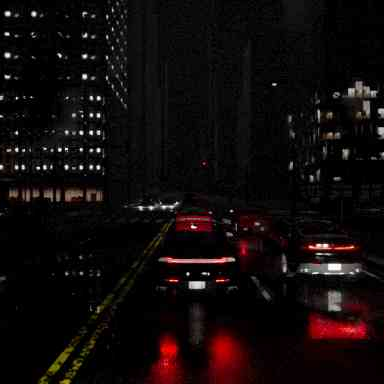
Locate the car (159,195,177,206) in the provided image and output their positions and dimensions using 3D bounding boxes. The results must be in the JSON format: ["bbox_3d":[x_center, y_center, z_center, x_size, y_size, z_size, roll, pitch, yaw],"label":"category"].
[{"bbox_3d":[-3.948,1.543,55.556,1.994,1.385,4.181,0,0,-1],"label":"car"}]

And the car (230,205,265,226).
[{"bbox_3d":[3.328,1.478,19.428,1.882,1.535,5.008,0,0,0],"label":"car"}]

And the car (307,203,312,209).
[{"bbox_3d":[16.780,1.584,40.964,4.902,1.511,2.128,0,-1,1],"label":"car"}]

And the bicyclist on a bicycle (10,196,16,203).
[{"bbox_3d":[-25.210,1.397,46.827,0.582,1.620,1.656,0,-1,2],"label":"bicyclist on a bicycle"}]

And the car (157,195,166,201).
[{"bbox_3d":[-7.621,1.472,83.280,1.812,1.442,4.674,0,0,-1],"label":"car"}]

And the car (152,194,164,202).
[{"bbox_3d":[-7.434,1.317,73.010,2.097,1.767,4.553,0,0,-1],"label":"car"}]

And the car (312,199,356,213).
[{"bbox_3d":[16.294,1.609,37.724,4.181,1.385,1.994,0,-1,2],"label":"car"}]

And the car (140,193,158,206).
[{"bbox_3d":[-7.169,1.332,53.744,2.097,1.767,4.553,0,0,-1],"label":"car"}]

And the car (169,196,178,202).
[{"bbox_3d":[-4.227,1.555,75.412,1.895,1.301,4.718,0,0,-1],"label":"car"}]

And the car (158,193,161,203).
[{"bbox_3d":[-7.309,1.193,63.317,2.150,2.045,5.566,0,0,-1],"label":"car"}]

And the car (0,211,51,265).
[{"bbox_3d":[-6.611,1.565,11.621,1.994,1.385,4.181,0,0,0],"label":"car"}]

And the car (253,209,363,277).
[{"bbox_3d":[3.339,1.506,10.203,1.837,1.490,4.892,0,0,0],"label":"car"}]

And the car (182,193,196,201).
[{"bbox_3d":[-0.541,1.200,56.657,2.150,2.045,5.566,0,0,0],"label":"car"}]

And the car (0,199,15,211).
[{"bbox_3d":[-20.507,1.406,32.576,4.892,1.490,1.837,0,-1,2],"label":"car"}]

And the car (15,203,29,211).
[{"bbox_3d":[-20.571,1.495,35.828,5.357,1.411,2.033,0,-1,2],"label":"car"}]

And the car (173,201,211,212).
[{"bbox_3d":[0.079,1.478,18.026,1.882,1.535,5.008,0,0,0],"label":"car"}]

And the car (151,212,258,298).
[{"bbox_3d":[0.090,1.493,8.529,2.128,1.511,4.902,0,0,0],"label":"car"}]
